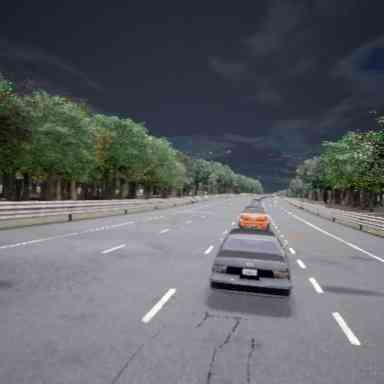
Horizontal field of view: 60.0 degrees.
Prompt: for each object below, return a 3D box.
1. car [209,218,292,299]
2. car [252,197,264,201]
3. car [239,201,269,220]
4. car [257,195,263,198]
[{"bbox_3d":[1.642,1.723,9.218,2.033,1.411,5.357,3,-1,11],"label":"car"},{"bbox_3d":[12.052,2.265,63.270,1.994,1.385,4.181,3,1,11],"label":"car"},{"bbox_3d":[4.549,1.816,24.307,2.097,1.767,4.553,3,0,11],"label":"car"},{"bbox_3d":[16.305,2.061,84.256,1.882,1.535,5.008,3,1,12],"label":"car"}]
